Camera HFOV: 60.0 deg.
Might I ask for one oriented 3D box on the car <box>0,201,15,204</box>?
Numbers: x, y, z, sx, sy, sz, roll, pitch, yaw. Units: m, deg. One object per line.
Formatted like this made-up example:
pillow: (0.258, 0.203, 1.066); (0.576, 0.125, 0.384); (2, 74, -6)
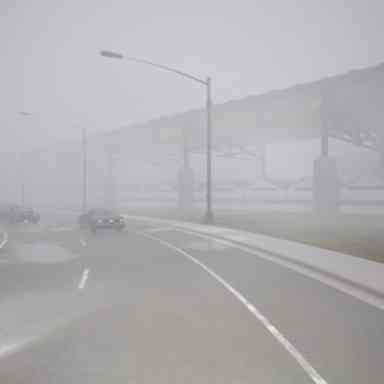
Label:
car: (-22.238, 1.839, 39.492); (5.008, 1.535, 1.882); (0, -1, 44)

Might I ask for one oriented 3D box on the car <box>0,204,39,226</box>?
car: (-13.520, 1.836, 25.826); (1.895, 1.301, 4.718); (0, -1, -41)

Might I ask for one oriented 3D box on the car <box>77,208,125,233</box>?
car: (-5.871, 1.728, 21.128); (2.033, 1.411, 5.357); (0, -1, -30)
